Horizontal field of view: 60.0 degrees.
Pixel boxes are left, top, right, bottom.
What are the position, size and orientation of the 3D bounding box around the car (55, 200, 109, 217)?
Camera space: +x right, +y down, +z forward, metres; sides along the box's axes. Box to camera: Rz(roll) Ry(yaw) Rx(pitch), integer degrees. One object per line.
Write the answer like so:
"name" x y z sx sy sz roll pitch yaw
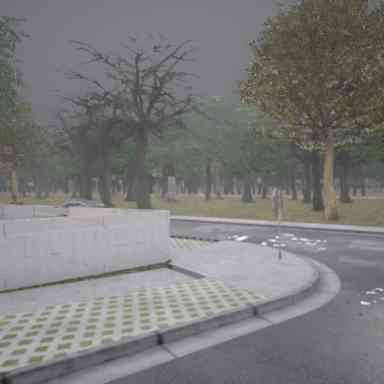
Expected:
"car" -6.545 1.287 20.903 4.902 1.511 2.128 1 1 32
